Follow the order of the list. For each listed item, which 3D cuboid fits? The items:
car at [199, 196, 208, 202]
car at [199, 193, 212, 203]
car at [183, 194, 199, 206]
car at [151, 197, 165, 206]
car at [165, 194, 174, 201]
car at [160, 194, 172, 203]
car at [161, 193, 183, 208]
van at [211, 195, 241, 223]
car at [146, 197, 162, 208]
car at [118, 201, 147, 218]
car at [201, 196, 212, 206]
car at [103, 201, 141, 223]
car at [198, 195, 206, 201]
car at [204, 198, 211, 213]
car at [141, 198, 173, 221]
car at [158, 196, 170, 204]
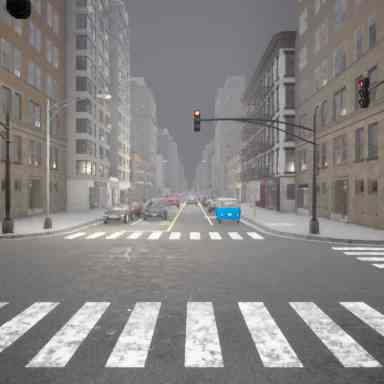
[{"bbox_3d":[2.617,1.524,76.120,2.008,1.369,4.403,0,0,0],"label":"car"},{"bbox_3d":[2.623,1.305,53.395,2.192,1.841,5.009,0,0,0],"label":"car"},{"bbox_3d":[-0.016,1.536,54.701,2.033,1.411,5.357,0,0,0],"label":"car"},{"bbox_3d":[-5.402,1.556,53.388,1.947,1.339,4.313,0,0,0],"label":"car"},{"bbox_3d":[-5.410,1.409,81.796,1.967,1.590,4.097,0,0,0],"label":"car"},{"bbox_3d":[-5.407,1.292,70.432,2.192,1.841,5.009,0,0,0],"label":"car"},{"bbox_3d":[-2.849,1.218,47.373,2.150,2.045,5.566,0,0,0],"label":"car"},{"bbox_3d":[2.630,1.340,24.989,1.690,1.788,3.998,0,0,0],"label":"van"},{"bbox_3d":[-5.401,1.519,47.536,1.752,1.417,4.829,0,0,0],"label":"car"},{"bbox_3d":[-5.397,1.543,30.660,1.887,1.381,4.507,0,0,0],"label":"car"},{"bbox_3d":[2.624,1.576,47.714,1.802,1.307,4.206,0,0,0],"label":"car"},{"bbox_3d":[-5.395,1.549,24.978,2.008,1.369,4.403,0,0,0],"label":"car"},{"bbox_3d":[2.614,1.530,87.483,1.947,1.339,4.313,0,0,0],"label":"car"},{"bbox_3d":[2.627,1.580,36.351,1.802,1.307,4.206,0,0,0],"label":"car"},{"bbox_3d":[-2.859,1.502,27.395,1.837,1.490,4.892,0,0,0],"label":"car"},{"bbox_3d":[-5.406,1.547,64.751,1.947,1.339,4.313,0,0,0],"label":"car"}]
